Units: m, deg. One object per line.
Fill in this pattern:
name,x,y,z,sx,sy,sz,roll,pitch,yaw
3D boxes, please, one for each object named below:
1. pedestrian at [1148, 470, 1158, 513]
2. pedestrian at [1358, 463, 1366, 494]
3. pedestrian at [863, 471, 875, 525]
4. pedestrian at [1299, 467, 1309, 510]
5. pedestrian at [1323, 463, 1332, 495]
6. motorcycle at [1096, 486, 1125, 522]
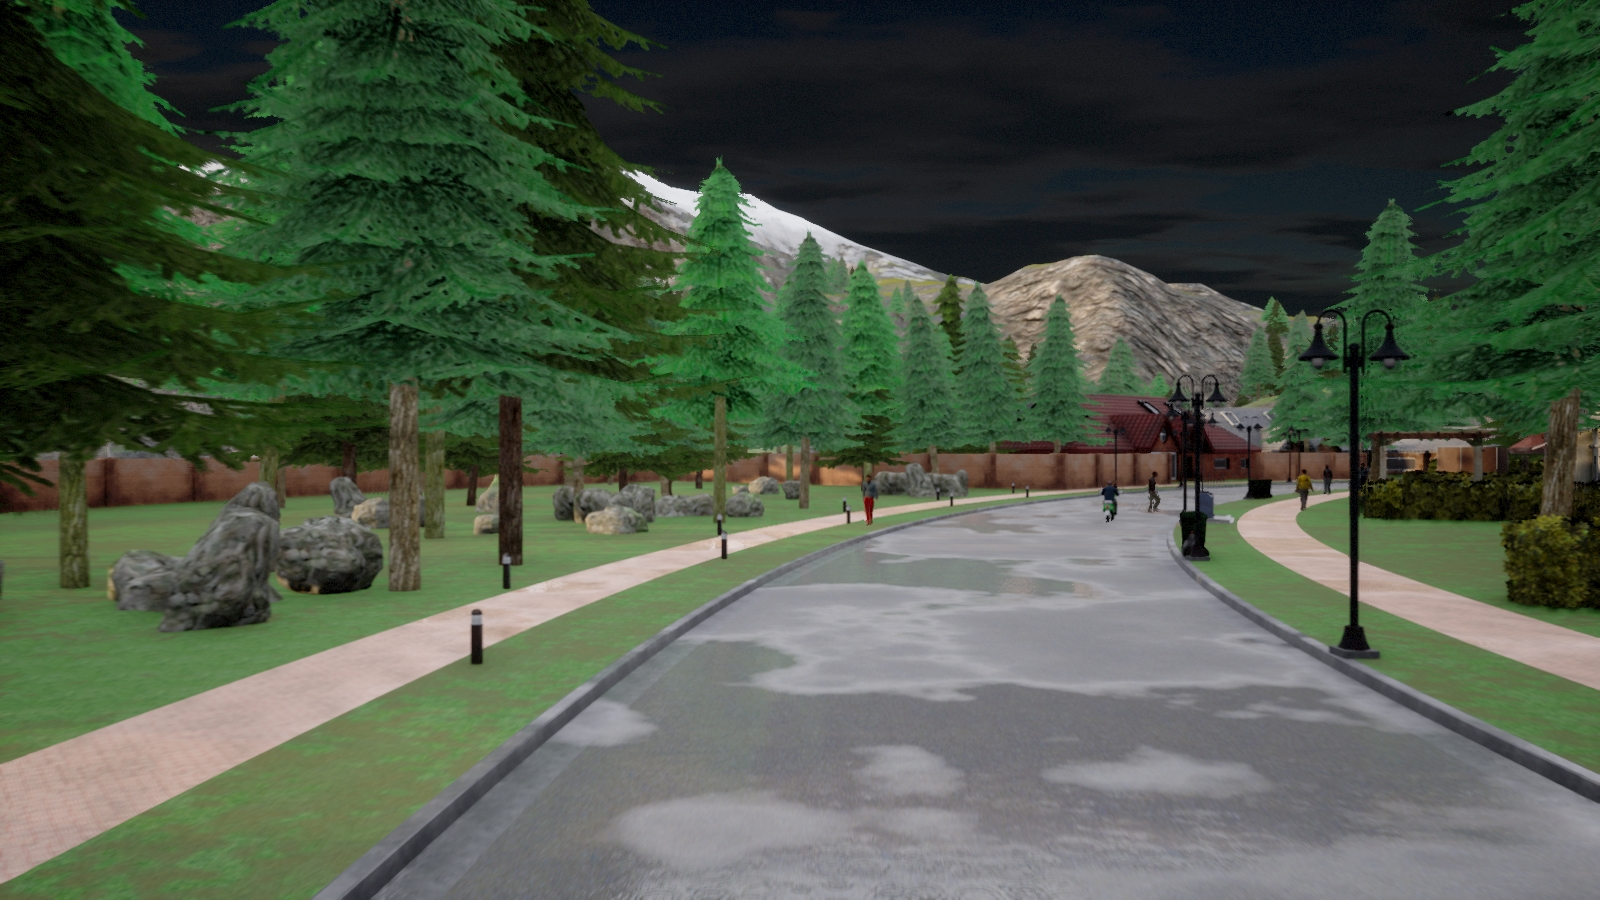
pedestrian,15.501,1.818,50.149,0.375,1.860,0.375,0,0,11
pedestrian,33.100,1.669,67.304,0.375,1.860,0.375,0,0,35
pedestrian,2.403,1.665,39.740,0.375,1.860,0.375,0,0,11
pedestrian,21.852,1.667,49.527,0.375,1.860,0.375,0,0,27
pedestrian,30.726,1.669,66.520,0.375,1.860,0.375,0,0,42
motorcycle,12.144,2.102,44.694,0.856,1.334,1.805,0,0,23
